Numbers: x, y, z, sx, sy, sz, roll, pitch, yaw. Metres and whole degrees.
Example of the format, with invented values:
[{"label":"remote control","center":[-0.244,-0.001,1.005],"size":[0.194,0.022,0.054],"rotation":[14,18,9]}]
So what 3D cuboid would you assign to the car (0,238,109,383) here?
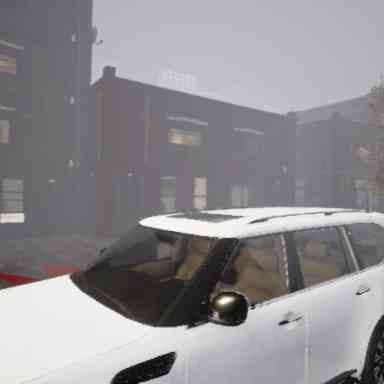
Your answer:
[{"label":"car","center":[-3.526,1.545,4.028],"size":[4.507,1.381,1.887],"rotation":[0,1,-35]}]

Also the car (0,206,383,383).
[{"label":"car","center":[0.273,1.222,3.561],"size":[5.566,2.045,2.150],"rotation":[0,0,-35]}]

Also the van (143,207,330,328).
[{"label":"van","center":[1.106,1.337,7.328],"size":[3.998,1.788,1.690],"rotation":[0,1,-35]}]
